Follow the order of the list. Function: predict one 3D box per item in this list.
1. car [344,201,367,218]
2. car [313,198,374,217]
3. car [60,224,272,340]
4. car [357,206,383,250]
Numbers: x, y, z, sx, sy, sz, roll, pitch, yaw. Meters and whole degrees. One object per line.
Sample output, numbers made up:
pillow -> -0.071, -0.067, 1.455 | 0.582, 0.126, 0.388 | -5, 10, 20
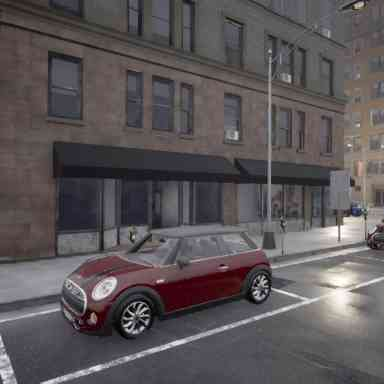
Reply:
car -> 12.382, 1.123, 29.475 | 2.150, 2.045, 5.566 | 1, 0, -36
car -> 14.511, 1.416, 32.070 | 2.128, 1.511, 4.902 | 1, 0, -36
car -> -0.370, 1.441, 6.500 | 4.097, 1.590, 1.967 | 0, 0, -36
car -> 8.561, 1.445, 12.898 | 4.097, 1.590, 1.967 | 0, 0, -36
